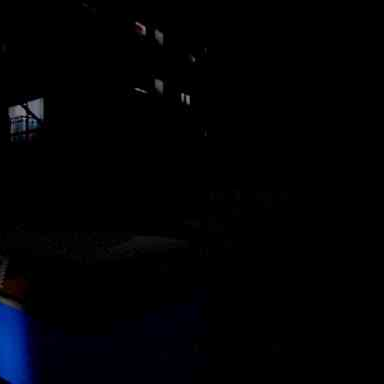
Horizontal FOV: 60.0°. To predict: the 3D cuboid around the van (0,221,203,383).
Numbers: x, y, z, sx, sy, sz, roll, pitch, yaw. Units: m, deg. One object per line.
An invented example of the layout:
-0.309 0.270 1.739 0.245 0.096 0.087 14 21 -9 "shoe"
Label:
-1.786 1.334 4.150 3.998 1.788 1.690 0 0 35 "van"
